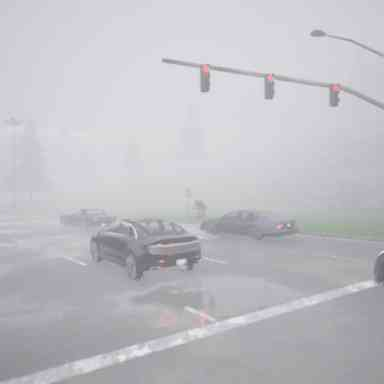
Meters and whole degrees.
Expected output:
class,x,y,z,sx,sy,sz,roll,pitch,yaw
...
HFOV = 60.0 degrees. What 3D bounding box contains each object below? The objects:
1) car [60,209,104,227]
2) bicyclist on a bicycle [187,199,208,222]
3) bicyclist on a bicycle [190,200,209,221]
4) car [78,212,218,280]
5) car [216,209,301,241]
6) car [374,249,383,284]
class,x,y,z,sx,sy,sz,roll,pitch,yaw
car,-7.206,1.798,22.687,4.718,1.301,1.895,-1,0,44
bicyclist on a bicycle,0.412,1.409,25.742,1.656,1.620,0.582,-1,0,-43
bicyclist on a bicycle,0.715,1.403,25.415,1.656,1.620,0.582,-1,0,-43
car,-1.643,1.560,10.313,2.128,1.511,4.902,-1,0,-35
car,2.770,1.584,16.971,2.033,1.411,5.357,-1,0,-40
car,5.727,1.301,6.021,2.097,1.767,4.553,-1,0,-19
